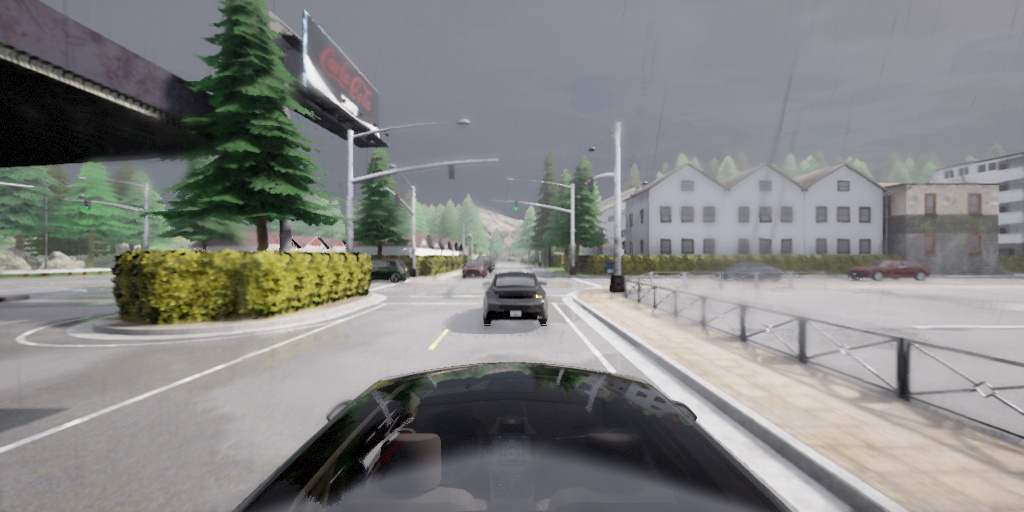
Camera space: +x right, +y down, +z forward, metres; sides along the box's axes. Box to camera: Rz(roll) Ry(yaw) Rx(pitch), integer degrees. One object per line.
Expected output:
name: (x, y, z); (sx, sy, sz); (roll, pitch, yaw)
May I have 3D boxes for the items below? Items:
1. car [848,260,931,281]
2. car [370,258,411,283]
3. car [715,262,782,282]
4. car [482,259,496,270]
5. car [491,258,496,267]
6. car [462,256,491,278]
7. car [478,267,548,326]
car: (27.894, 1.055, 26.599); (5.008, 1.535, 1.882); (0, 0, 0)
car: (-9.919, 0.993, 26.481); (4.553, 1.767, 2.097); (3, 0, 0)
car: (17.430, 1.142, 26.567); (4.181, 1.385, 1.994); (0, 0, 0)
car: (-3.496, 1.297, 54.806); (1.837, 1.490, 4.892); (0, 0, 0)
car: (-3.497, 1.006, 44.576); (2.150, 2.045, 5.566); (0, 0, 0)
car: (-3.498, 1.128, 34.337); (2.097, 1.767, 4.553); (0, 0, 0)
car: (0.100, 1.263, 11.792); (1.837, 1.490, 4.892); (0, 0, 0)
